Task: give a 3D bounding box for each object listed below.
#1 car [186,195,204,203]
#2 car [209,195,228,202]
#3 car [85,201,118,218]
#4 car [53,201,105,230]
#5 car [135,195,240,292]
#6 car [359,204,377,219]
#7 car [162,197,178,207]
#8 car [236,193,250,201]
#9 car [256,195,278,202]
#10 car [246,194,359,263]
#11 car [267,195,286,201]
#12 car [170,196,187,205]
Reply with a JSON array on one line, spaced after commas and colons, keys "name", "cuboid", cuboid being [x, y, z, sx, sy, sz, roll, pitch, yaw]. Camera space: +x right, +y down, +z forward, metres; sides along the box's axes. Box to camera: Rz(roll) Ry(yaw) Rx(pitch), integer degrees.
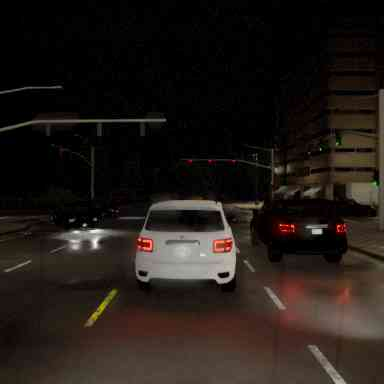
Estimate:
[{"name": "car", "cuboid": [0.656, 1.478, 70.349, 1.882, 1.535, 5.008, 0, 0, 23]}, {"name": "car", "cuboid": [6.374, 1.525, 78.980, 2.128, 1.511, 4.902, 0, 0, 38]}, {"name": "car", "cuboid": [-9.053, 1.532, 29.307, 4.892, 1.490, 1.837, -1, 0, 0]}, {"name": "car", "cuboid": [-7.687, 1.547, 21.662, 2.033, 1.411, 5.357, 0, 0, -33]}, {"name": "car", "cuboid": [0.015, 1.221, 9.130, 2.150, 2.045, 5.566, 0, 0, 4]}, {"name": "car", "cuboid": [13.758, 1.410, 29.440, 4.553, 1.767, 2.097, 0, 0, 0]}, {"name": "car", "cuboid": [-3.367, 1.505, 51.586, 1.837, 1.490, 4.892, 0, 0, 3]}, {"name": "car", "cuboid": [13.067, 1.225, 80.719, 5.566, 2.045, 2.150, 0, 0, -41]}, {"name": "car", "cuboid": [18.195, 1.540, 80.211, 5.357, 1.411, 2.033, 0, 0, -34]}, {"name": "car", "cuboid": [3.576, 1.221, 12.156, 2.150, 2.045, 5.566, 0, 0, 0]}, {"name": "car", "cuboid": [21.833, 1.524, 86.237, 4.674, 1.442, 1.812, 0, 0, -22]}, {"name": "car", "cuboid": [-2.431, 1.505, 60.822, 1.837, 1.490, 4.892, 0, 0, 13]}]
